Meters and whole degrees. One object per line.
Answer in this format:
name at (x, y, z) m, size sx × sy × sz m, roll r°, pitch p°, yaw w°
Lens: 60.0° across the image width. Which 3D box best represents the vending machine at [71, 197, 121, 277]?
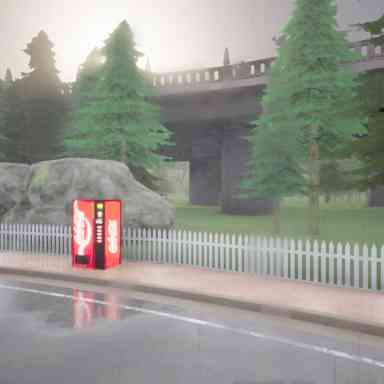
vending machine at (-2.709, 1.195, 9.494) m, size 0.880 × 2.100 × 1.100 m, roll 0°, pitch 0°, yaw 23°
